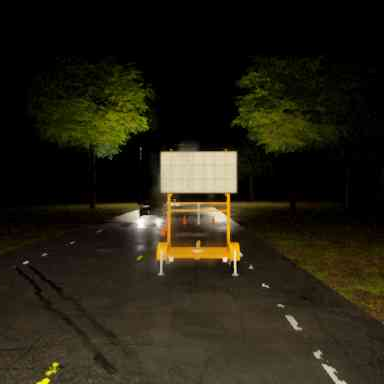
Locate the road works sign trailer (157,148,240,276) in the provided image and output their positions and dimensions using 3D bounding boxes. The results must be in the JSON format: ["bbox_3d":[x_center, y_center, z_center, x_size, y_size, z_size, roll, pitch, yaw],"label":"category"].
[{"bbox_3d":[0.209,0.458,10.336,2.380,3.560,2.880,0,0,2],"label":"road works sign trailer"}]

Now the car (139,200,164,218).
[{"bbox_3d":[-3.634,1.496,30.383,1.837,1.490,4.892,0,0,0],"label":"car"}]

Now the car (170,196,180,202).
[{"bbox_3d":[-3.580,1.572,70.867,2.128,1.511,4.902,0,0,0],"label":"car"}]
